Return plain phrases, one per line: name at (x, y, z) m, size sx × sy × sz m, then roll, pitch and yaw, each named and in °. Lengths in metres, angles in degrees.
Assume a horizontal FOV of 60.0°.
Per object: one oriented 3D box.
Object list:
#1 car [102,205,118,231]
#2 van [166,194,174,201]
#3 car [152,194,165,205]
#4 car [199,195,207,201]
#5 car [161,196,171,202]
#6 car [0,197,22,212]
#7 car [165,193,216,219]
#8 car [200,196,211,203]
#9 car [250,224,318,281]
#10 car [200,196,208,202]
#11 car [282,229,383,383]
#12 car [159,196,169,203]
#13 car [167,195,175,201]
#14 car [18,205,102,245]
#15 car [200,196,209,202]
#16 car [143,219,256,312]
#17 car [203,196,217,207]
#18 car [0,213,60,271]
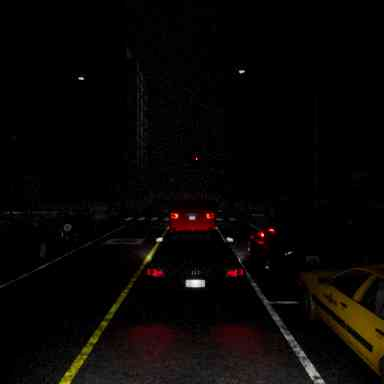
car at (-5.748, 1.527, 20.425) m, size 1.752 × 1.417 × 4.829 m, roll 0°, pitch 0°, yaw 0°
van at (-5.698, 1.372, 85.191) m, size 1.690 × 1.788 × 3.998 m, roll 0°, pitch 0°, yaw 0°
car at (-5.719, 1.329, 58.003) m, size 2.192 × 1.841 × 5.009 m, roll 0°, pitch 0°, yaw 0°
car at (2.828, 1.556, 85.354) m, size 1.752 × 1.417 × 4.829 m, roll 0°, pitch 0°, yaw 0°
car at (-5.706, 1.548, 74.146) m, size 1.752 × 1.417 × 4.829 m, roll 0°, pitch 0°, yaw 0°
car at (-19.040, 1.135, 32.062) m, size 5.008 × 1.535 × 1.882 m, roll 1°, pitch 0°, yaw 1°
car at (0.017, 1.222, 17.227) m, size 2.150 × 2.045 × 5.566 m, roll 0°, pitch 0°, yaw 0°
car at (2.815, 1.571, 68.871) m, size 2.008 × 1.369 × 4.403 m, roll 0°, pitch 0°, yaw 0°
car at (2.769, 1.566, 9.677) m, size 1.947 × 1.339 × 4.313 m, roll 0°, pitch 0°, yaw 0°
car at (2.823, 1.572, 79.747) m, size 1.887 × 1.381 × 4.507 m, roll 0°, pitch 0°, yaw 0°
car at (2.765, 1.525, 4.390) m, size 1.752 × 1.417 × 4.829 m, roll 0°, pitch 0°, yaw 0°
car at (-5.710, 1.602, 68.878) m, size 1.802 × 1.307 × 4.206 m, roll 0°, pitch 0°, yaw 0°
car at (-5.693, 1.585, 90.629) m, size 2.008 × 1.369 × 4.403 m, roll 0°, pitch 0°, yaw 0°
car at (-5.752, 1.441, 15.139) m, size 1.967 × 1.590 × 4.097 m, roll 0°, pitch 0°, yaw 0°
car at (2.819, 1.568, 74.309) m, size 1.887 × 1.381 × 4.507 m, roll 0°, pitch 0°, yaw 0°
car at (0.065, 1.564, 7.807) m, size 1.994 × 1.385 × 4.181 m, roll 0°, pitch 0°, yaw 0°
car at (2.802, 1.452, 52.559) m, size 1.967 × 1.590 × 4.097 m, roll 0°, pitch 0°, yaw 0°
car at (-5.756, 1.545, 9.681) m, size 1.887 × 1.381 × 4.507 m, roll 0°, pitch 0°, yaw 0°
